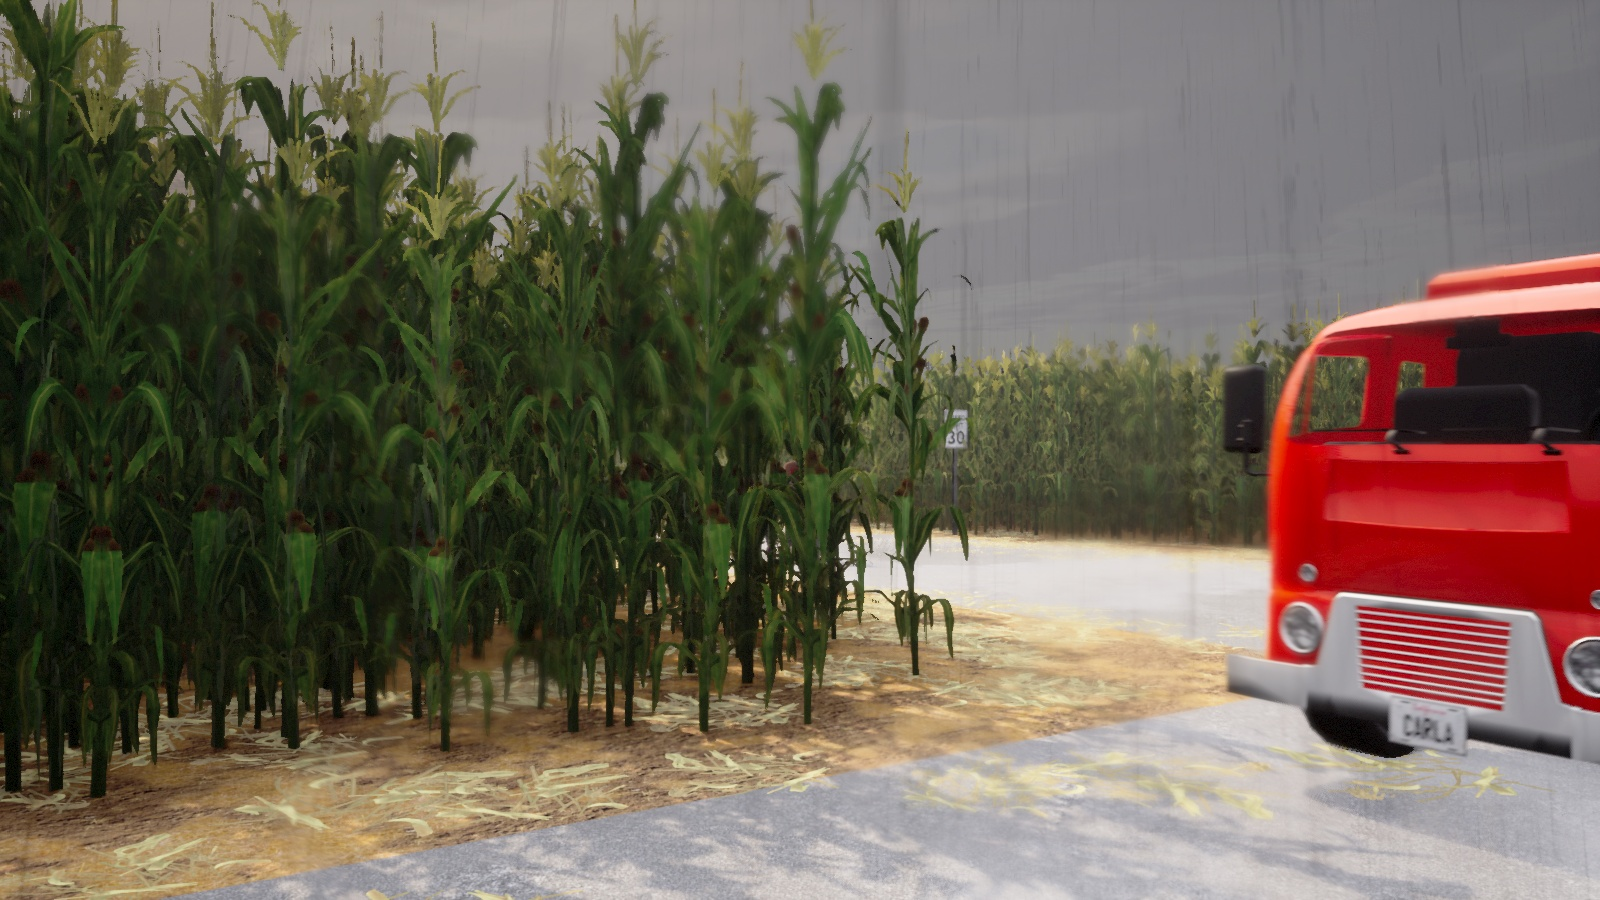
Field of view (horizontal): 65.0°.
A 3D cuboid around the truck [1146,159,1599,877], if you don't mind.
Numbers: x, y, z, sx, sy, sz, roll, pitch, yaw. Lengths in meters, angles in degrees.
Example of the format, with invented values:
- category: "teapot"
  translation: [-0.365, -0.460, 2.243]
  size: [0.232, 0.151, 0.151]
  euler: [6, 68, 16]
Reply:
- category: "truck"
  translation: [4.526, 0.263, 6.318]
  size: [5.204, 2.467, 2.627]
  euler: [1, -1, -35]
